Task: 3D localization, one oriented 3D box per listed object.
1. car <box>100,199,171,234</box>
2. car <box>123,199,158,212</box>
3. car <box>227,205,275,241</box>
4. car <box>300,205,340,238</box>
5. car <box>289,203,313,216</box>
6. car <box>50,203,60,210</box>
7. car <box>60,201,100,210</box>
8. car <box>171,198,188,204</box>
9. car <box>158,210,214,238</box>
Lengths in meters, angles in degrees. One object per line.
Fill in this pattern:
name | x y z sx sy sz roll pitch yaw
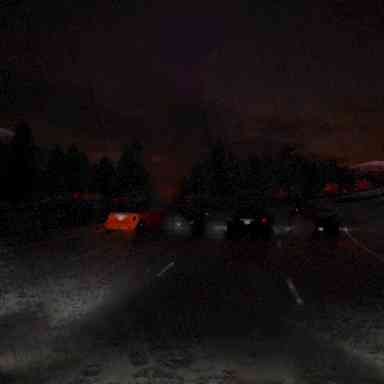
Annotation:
car | -3.281 1.490 20.336 2.097 1.767 4.553 0 0 17
car | -6.880 1.783 45.070 1.882 1.535 5.008 0 -1 34
car | 3.259 1.494 17.859 2.097 1.767 4.553 0 0 17
car | 7.301 1.689 18.940 1.812 1.442 4.674 0 0 20
car | 11.911 1.845 35.132 2.033 1.411 5.357 0 -1 35
car | -16.196 1.823 43.104 1.994 1.385 4.181 0 -1 30
car | -13.193 1.805 41.510 2.033 1.411 5.357 0 0 30
car | -2.379 1.675 45.454 2.097 1.767 4.553 0 0 35
car | -0.071 1.702 18.912 1.994 1.385 4.181 0 0 17
